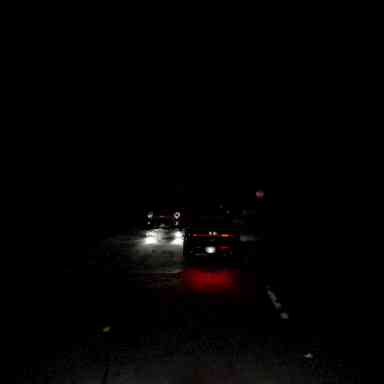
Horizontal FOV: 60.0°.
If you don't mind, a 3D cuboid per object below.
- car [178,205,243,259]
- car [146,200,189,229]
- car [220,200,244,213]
[{"bbox_3d":[0.803,1.470,12.459,1.837,1.490,4.892,0,1,6],"label":"car"},{"bbox_3d":[-1.340,1.305,20.879,2.097,1.767,4.553,0,0,9],"label":"car"},{"bbox_3d":[3.450,1.412,29.344,2.128,1.511,4.902,0,0,12],"label":"car"}]
